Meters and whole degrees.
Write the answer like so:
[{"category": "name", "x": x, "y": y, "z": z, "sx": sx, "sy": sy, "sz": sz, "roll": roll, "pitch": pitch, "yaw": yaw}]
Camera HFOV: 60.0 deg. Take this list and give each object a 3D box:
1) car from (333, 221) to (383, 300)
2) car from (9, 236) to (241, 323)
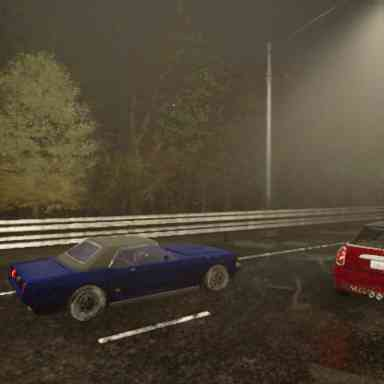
[{"category": "car", "x": 5.226, "y": 1.402, "z": 7.435, "sx": 4.553, "sy": 1.767, "sz": 2.097, "roll": 0, "pitch": 0, "yaw": -35}, {"category": "car", "x": -1.197, "y": 1.624, "z": 7.227, "sx": 4.718, "sy": 1.301, "sz": 1.895, "roll": 0, "pitch": 0, "yaw": -35}]
